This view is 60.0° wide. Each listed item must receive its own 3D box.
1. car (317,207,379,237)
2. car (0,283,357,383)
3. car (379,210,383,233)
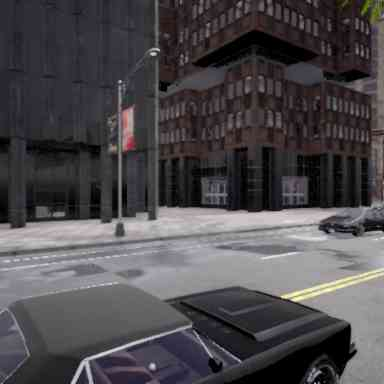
[{"bbox_3d":[9.152,1.552,18.189,5.357,1.411,2.033,0,0,-35],"label":"car"},{"bbox_3d":[-0.512,1.601,3.073,4.718,1.301,1.895,0,0,-35],"label":"car"},{"bbox_3d":[11.210,1.496,15.664,4.902,1.511,2.128,0,0,-35],"label":"car"}]
